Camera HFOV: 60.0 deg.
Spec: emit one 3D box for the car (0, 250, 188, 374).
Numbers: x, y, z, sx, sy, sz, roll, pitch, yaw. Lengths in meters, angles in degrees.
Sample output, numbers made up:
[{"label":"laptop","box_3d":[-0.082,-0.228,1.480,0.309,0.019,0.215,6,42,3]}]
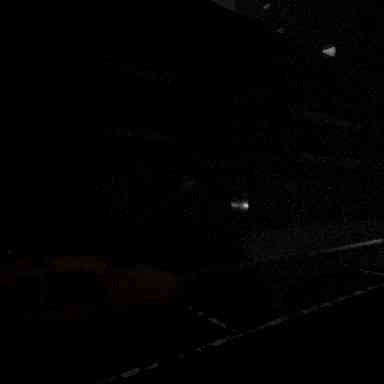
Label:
[{"label":"car","box_3d":[-2.343,1.521,4.401,4.829,1.417,1.752,-1,2,-35]}]
